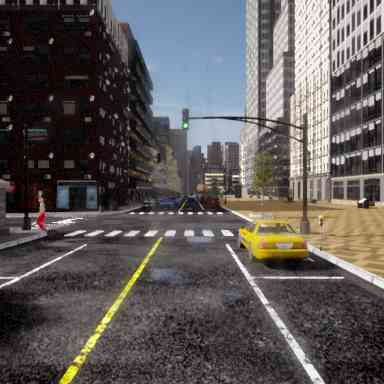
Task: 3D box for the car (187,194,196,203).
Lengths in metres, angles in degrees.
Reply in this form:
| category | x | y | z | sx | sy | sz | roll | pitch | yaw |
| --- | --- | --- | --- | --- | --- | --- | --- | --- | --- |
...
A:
| category | x | y | z | sx | sy | sz | roll | pitch | yaw |
| --- | --- | --- | --- | --- | --- | --- | --- | --- | --- |
| car | -0.026 | 1.618 | 73.373 | 1.994 | 1.385 | 4.181 | 0 | 0 | 0 |

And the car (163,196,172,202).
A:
| category | x | y | z | sx | sy | sz | roll | pitch | yaw |
| --- | --- | --- | --- | --- | --- | --- | --- | --- | --- |
| car | -5.721 | 1.655 | 77.339 | 1.802 | 1.307 | 4.206 | 0 | 0 | 0 |

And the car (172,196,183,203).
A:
| category | x | y | z | sx | sy | sz | roll | pitch | yaw |
| --- | --- | --- | --- | --- | --- | --- | --- | --- | --- |
| car | -3.026 | 1.587 | 71.759 | 2.128 | 1.511 | 4.902 | 0 | 0 | 0 |

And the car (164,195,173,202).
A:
| category | x | y | z | sx | sy | sz | roll | pitch | yaw |
| --- | --- | --- | --- | --- | --- | --- | --- | --- | --- |
| car | -5.724 | 1.524 | 82.865 | 1.967 | 1.590 | 4.097 | 0 | 0 | 0 |

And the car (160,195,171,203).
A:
| category | x | y | z | sx | sy | sz | roll | pitch | yaw |
| --- | --- | --- | --- | --- | --- | --- | --- | --- | --- |
| car | -5.720 | 1.503 | 71.812 | 1.967 | 1.590 | 4.097 | 0 | 0 | 0 |

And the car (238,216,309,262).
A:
| category | x | y | z | sx | sy | sz | roll | pitch | yaw |
| --- | --- | --- | --- | --- | --- | --- | --- | --- | --- |
| car | 2.682 | 1.527 | 11.939 | 1.752 | 1.417 | 4.829 | 0 | 0 | 0 |

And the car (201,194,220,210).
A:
| category | x | y | z | sx | sy | sz | roll | pitch | yaw |
| --- | --- | --- | --- | --- | --- | --- | --- | --- | --- |
| car | 2.670 | 1.336 | 44.182 | 2.192 | 1.841 | 5.009 | 0 | 0 | 0 |

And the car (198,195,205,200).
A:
| category | x | y | z | sx | sy | sz | roll | pitch | yaw |
| --- | --- | --- | --- | --- | --- | --- | --- | --- | --- |
| car | 2.653 | 1.634 | 94.091 | 1.752 | 1.417 | 4.829 | 0 | 0 | 0 |

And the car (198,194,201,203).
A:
| category | x | y | z | sx | sy | sz | roll | pitch | yaw |
| --- | --- | --- | --- | --- | --- | --- | --- | --- | --- |
| car | 2.662 | 1.368 | 66.287 | 2.192 | 1.841 | 5.009 | 0 | 0 | 0 |

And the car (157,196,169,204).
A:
| category | x | y | z | sx | sy | sz | roll | pitch | yaw |
| --- | --- | --- | --- | --- | --- | --- | --- | --- | --- |
| car | -5.717 | 1.597 | 66.284 | 1.887 | 1.381 | 4.507 | 0 | 0 | 0 |

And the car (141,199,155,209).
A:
| category | x | y | z | sx | sy | sz | roll | pitch | yaw |
| --- | --- | --- | --- | --- | --- | --- | --- | --- | --- |
| car | -5.709 | 1.571 | 44.178 | 2.008 | 1.369 | 4.403 | 0 | 0 | 0 |

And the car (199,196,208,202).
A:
| category | x | y | z | sx | sy | sz | roll | pitch | yaw |
| --- | --- | --- | --- | --- | --- | --- | --- | --- | --- |
| car | 2.659 | 1.618 | 77.341 | 1.887 | 1.381 | 4.507 | 0 | 0 | 0 |

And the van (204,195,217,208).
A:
| category | x | y | z | sx | sy | sz | roll | pitch | yaw |
| --- | --- | --- | --- | --- | --- | --- | --- | --- | --- |
| van | 2.668 | 1.368 | 49.708 | 1.690 | 1.788 | 3.998 | 0 | 0 | 0 |

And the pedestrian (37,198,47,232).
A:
| category | x | y | z | sx | sy | sz | roll | pitch | yaw |
| --- | --- | --- | --- | --- | --- | --- | --- | --- | --- |
| pedestrian | -7.734 | 1.147 | 17.107 | 0.375 | 1.860 | 0.375 | 0 | 0 | 0 |

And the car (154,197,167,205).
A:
| category | x | y | z | sx | sy | sz | roll | pitch | yaw |
| --- | --- | --- | --- | --- | --- | --- | --- | --- | --- |
| car | -5.715 | 1.594 | 60.758 | 2.008 | 1.369 | 4.403 | 0 | 0 | 0 |

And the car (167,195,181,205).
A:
| category | x | y | z | sx | sy | sz | roll | pitch | yaw |
| --- | --- | --- | --- | --- | --- | --- | --- | --- | --- |
| car | -3.106 | 1.507 | 51.738 | 1.882 | 1.535 | 5.008 | 0 | 0 | 0 |

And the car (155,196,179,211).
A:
| category | x | y | z | sx | sy | sz | roll | pitch | yaw |
| --- | --- | --- | --- | --- | --- | --- | --- | --- | --- |
| car | -3.112 | 1.566 | 41.882 | 2.033 | 1.411 | 5.357 | 0 | 0 | 0 |
